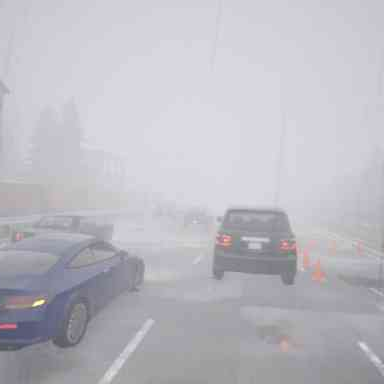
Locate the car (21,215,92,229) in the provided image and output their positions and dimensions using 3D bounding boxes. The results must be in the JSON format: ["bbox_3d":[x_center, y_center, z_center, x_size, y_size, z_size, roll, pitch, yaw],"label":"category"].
[{"bbox_3d":[-4.765,1.554,13.207,1.895,1.301,4.718,2,-1,9],"label":"car"}]

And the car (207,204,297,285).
[{"bbox_3d":[1.914,1.425,10.563,2.150,2.045,5.566,2,-1,9],"label":"car"}]

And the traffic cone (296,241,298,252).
[{"bbox_3d":[4.294,2.296,13.594,0.340,0.580,0.340,2,-1,9],"label":"traffic cone"}]

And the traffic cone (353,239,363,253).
[{"bbox_3d":[7.565,2.451,15.103,0.340,0.580,0.340,2,-1,9],"label":"traffic cone"}]

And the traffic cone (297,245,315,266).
[{"bbox_3d":[3.984,2.260,11.618,0.340,0.580,0.340,2,-1,9],"label":"traffic cone"}]

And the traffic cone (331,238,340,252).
[{"bbox_3d":[6.578,2.411,15.258,0.340,0.580,0.340,2,-1,9],"label":"traffic cone"}]

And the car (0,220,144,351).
[{"bbox_3d":[-2.321,1.501,6.206,1.812,1.442,4.674,2,-1,9],"label":"car"}]

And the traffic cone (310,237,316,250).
[{"bbox_3d":[5.591,2.371,15.414,0.340,0.580,0.340,2,-1,9],"label":"traffic cone"}]

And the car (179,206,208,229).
[{"bbox_3d":[0.576,1.816,24.680,1.837,1.490,4.892,2,-1,9],"label":"car"}]

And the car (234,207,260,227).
[{"bbox_3d":[4.704,2.093,28.445,1.994,1.385,4.181,2,-1,9],"label":"car"}]

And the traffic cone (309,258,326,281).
[{"bbox_3d":[3.674,2.224,9.643,0.340,0.580,0.340,2,-1,9],"label":"traffic cone"}]

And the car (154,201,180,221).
[{"bbox_3d":[-2.002,1.626,30.781,2.097,1.767,4.553,2,-1,9],"label":"car"}]
